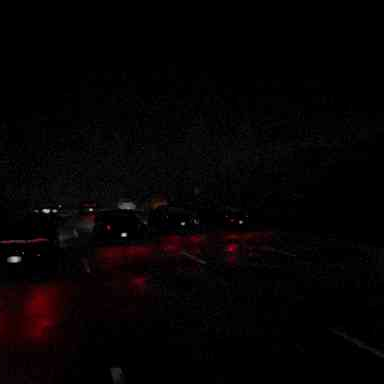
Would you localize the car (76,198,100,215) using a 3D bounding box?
[{"bbox_3d":[-9.960,1.335,32.054,1.837,1.490,4.892,1,0,-22],"label":"car"}]

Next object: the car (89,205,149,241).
[{"bbox_3d":[-3.742,1.528,16.368,1.895,1.301,4.718,0,0,-21],"label":"car"}]

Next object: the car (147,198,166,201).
[{"bbox_3d":[-3.927,1.356,35.834,1.882,1.535,5.008,0,0,-22],"label":"car"}]

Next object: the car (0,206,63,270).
[{"bbox_3d":[-5.170,1.420,10.367,2.128,1.511,4.902,0,0,-21],"label":"car"}]

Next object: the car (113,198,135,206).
[{"bbox_3d":[-6.990,1.379,34.044,1.812,1.442,4.674,0,0,-22],"label":"car"}]

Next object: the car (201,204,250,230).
[{"bbox_3d":[1.928,1.495,21.073,1.812,1.442,4.674,0,0,-21],"label":"car"}]

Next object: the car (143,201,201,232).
[{"bbox_3d":[-1.334,1.467,19.809,1.812,1.442,4.674,0,0,-21],"label":"car"}]

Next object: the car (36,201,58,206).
[{"bbox_3d":[-11.327,1.380,25.955,2.033,1.411,5.357,0,0,-21],"label":"car"}]
